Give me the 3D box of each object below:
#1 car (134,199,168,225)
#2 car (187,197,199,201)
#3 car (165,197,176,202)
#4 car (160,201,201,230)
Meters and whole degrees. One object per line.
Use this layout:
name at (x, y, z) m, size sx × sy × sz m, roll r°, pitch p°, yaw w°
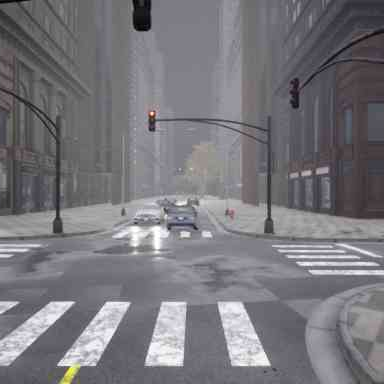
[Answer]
car at (-3.070, 1.526, 24.549) m, size 1.812 × 1.442 × 4.674 m, roll 0°, pitch 0°, yaw 0°
car at (0.163, 1.549, 52.009) m, size 1.812 × 1.442 × 4.674 m, roll 0°, pitch 0°, yaw 0°
car at (-3.059, 1.552, 34.959) m, size 2.033 × 1.411 × 5.357 m, roll 0°, pitch 0°, yaw 0°
car at (-0.484, 1.547, 21.205) m, size 2.033 × 1.411 × 5.357 m, roll 0°, pitch 0°, yaw 3°
